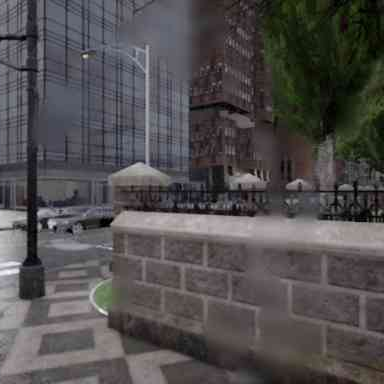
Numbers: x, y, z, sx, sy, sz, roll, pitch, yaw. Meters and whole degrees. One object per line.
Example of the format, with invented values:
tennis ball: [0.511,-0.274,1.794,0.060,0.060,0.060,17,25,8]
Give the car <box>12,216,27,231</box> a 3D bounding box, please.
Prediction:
car: [-8.578,1.626,20.330,2.008,1.369,4.403,0,-1,36]

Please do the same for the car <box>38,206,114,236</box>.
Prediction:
car: [-5.958,1.570,19.405,2.128,1.511,4.902,0,0,36]
